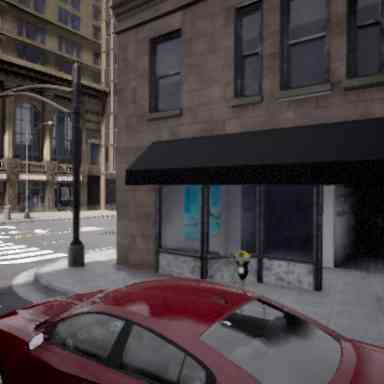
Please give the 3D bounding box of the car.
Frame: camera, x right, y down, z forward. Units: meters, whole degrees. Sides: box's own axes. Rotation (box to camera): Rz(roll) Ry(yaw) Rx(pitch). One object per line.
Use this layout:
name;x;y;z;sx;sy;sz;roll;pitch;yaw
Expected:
car;-0.367;1.556;3.208;4.507;1.381;1.887;0;1;35
